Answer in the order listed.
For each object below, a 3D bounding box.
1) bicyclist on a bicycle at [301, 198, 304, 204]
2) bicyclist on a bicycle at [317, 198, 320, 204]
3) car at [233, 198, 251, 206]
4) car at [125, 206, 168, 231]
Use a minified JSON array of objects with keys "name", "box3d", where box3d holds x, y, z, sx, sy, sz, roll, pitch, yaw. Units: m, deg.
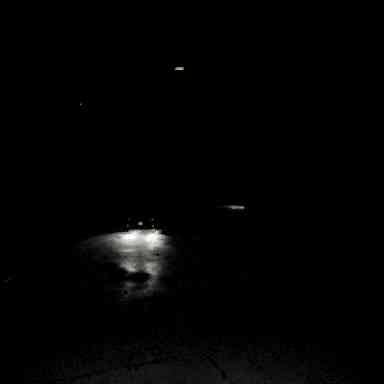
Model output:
[{"name":"bicyclist on a bicycle","box3d":[26.078,2.113,78.267,0.582,1.620,1.656,3,1,41]},{"name":"bicyclist on a bicycle","box3d":[32.170,2.233,84.631,1.509,1.612,0.866,1,2,-44]},{"name":"car","box3d":[8.995,1.835,60.078,1.895,1.301,4.718,2,0,28]},{"name":"car","box3d":[-2.699,1.571,20.544,1.994,1.385,4.181,0,0,6]}]
